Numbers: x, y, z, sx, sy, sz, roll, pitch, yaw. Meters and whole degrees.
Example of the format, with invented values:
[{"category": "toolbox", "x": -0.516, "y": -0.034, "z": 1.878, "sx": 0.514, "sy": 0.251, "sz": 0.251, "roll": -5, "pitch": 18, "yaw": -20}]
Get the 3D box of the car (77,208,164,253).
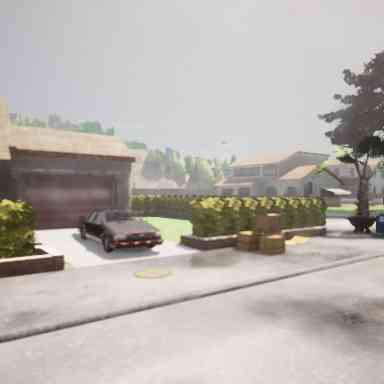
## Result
[{"category": "car", "x": -3.076, "y": 1.373, "z": 13.203, "sx": 2.033, "sy": 1.415, "sz": 5.357, "roll": 0, "pitch": 0, "yaw": -33}]
